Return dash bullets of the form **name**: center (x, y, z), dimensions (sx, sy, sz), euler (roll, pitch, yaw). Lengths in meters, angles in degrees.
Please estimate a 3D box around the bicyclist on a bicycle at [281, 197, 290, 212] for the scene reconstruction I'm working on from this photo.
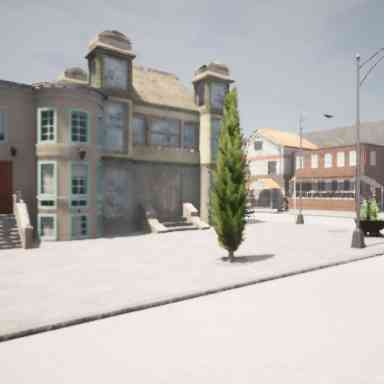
- **bicyclist on a bicycle**: center (10.271, 1.352, 36.608), dimensions (1.656, 1.620, 0.582), euler (0, 0, -36)
